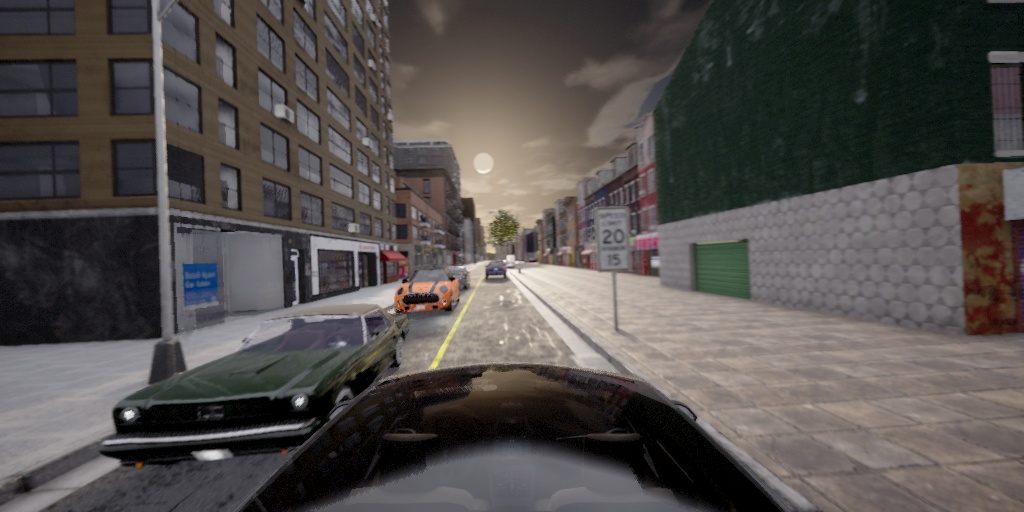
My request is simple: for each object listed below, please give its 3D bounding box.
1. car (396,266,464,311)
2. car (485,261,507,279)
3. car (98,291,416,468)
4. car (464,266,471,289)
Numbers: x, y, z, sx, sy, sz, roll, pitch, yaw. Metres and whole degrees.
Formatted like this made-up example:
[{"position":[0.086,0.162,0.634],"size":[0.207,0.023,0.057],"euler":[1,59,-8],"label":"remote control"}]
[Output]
[{"position":[-3.417,1.283,15.155],"size":[2.097,1.767,4.553],"euler":[-2,0,-3],"label":"car"},{"position":[-1.621,1.268,36.228],"size":[2.097,1.767,4.553],"euler":[-2,0,-3],"label":"car"},{"position":[-2.896,1.482,5.395],"size":[1.895,1.301,4.718],"euler":[-2,0,-6],"label":"car"},{"position":[-3.930,1.473,25.133],"size":[2.128,1.511,4.902],"euler":[-2,0,-3],"label":"car"}]
